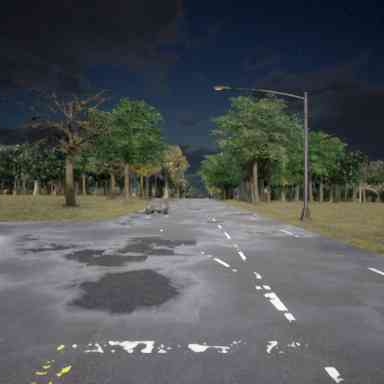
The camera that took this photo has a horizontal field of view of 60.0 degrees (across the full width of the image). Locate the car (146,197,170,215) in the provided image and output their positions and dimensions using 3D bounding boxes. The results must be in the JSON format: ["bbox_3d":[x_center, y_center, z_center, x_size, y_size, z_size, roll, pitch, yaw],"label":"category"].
[{"bbox_3d":[-3.448,1.411,33.907,2.097,1.767,4.553,0,0,0],"label":"car"}]
